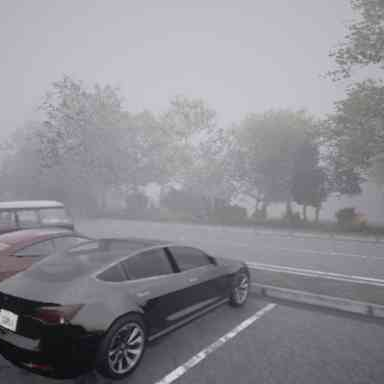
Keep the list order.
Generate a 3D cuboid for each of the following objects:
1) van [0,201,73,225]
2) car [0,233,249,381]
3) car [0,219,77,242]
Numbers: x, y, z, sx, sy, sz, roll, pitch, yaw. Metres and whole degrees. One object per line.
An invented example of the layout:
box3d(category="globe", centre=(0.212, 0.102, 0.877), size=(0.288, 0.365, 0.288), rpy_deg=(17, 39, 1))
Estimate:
box3d(category="van", centre=(-5.215, 1.252, 8.999), size=(1.878, 1.987, 4.442), rpy_deg=(0, 0, 35))
box3d(category="car", centre=(-0.741, 1.508, 5.708), size=(2.163, 1.488, 4.792), rpy_deg=(0, 0, 35))
box3d(category="car", centre=(-3.023, 1.518, 7.292), size=(2.002, 1.452, 4.674), rpy_deg=(0, 0, 35))
